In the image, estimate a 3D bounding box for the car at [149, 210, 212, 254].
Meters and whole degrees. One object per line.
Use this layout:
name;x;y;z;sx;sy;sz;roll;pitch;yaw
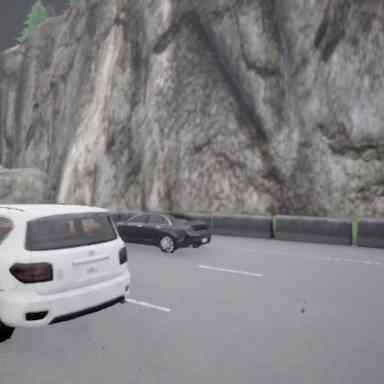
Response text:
car;-1.511;1.525;13.663;4.892;1.490;1.837;0;0;36

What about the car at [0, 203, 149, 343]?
car;-3.688;1.241;6.605;5.566;2.045;2.150;0;0;36

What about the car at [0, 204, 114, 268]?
car;-5.156;1.371;11.970;4.553;1.767;2.097;0;0;36
